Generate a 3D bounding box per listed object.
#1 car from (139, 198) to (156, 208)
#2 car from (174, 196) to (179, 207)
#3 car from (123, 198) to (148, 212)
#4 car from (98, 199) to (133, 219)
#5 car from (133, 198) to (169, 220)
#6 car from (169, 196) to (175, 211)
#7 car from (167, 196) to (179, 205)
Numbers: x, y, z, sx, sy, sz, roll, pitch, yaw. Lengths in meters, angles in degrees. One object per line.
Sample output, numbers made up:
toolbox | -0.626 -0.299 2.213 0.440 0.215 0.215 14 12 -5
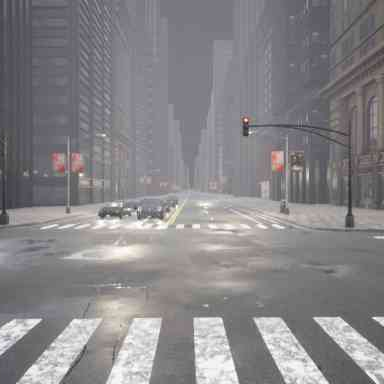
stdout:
car | -6.585 1.563 49.532 1.895 1.301 4.718 0 0 0
car | -3.339 1.529 47.464 1.994 1.385 4.181 0 0 0
car | -6.584 1.521 39.446 2.033 1.411 5.357 0 0 0
car | -6.563 1.531 29.348 2.033 1.411 5.357 0 0 4
car | -3.338 1.336 28.091 2.097 1.767 4.553 0 0 0
car | -3.336 1.523 37.565 2.033 1.411 5.357 0 0 0
car | -3.297 1.454 57.838 1.837 1.490 4.892 0 0 0
